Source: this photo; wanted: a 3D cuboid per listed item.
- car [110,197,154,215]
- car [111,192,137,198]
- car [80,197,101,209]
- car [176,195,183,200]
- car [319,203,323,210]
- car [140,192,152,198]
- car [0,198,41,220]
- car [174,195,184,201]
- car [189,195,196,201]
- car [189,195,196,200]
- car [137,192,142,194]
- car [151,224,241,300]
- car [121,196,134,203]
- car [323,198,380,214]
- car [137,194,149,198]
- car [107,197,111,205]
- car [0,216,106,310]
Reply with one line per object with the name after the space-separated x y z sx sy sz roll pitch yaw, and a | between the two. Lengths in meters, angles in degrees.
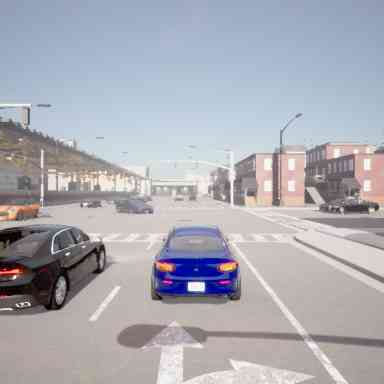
-6.030 1.547 34.255 2.033 1.411 5.357 0 0 -39 | car
-10.502 1.222 51.997 2.150 2.045 5.566 0 0 0 | car
-14.010 1.492 46.107 2.128 1.511 4.902 0 0 0 | car
-3.327 1.524 92.156 1.812 1.442 4.674 0 0 0 | car
17.092 1.505 38.050 4.892 1.490 1.837 0 0 0 | car
-10.355 1.478 77.103 1.882 1.535 5.008 0 0 0 | car
-14.050 1.352 26.631 2.097 1.767 4.553 0 0 0 | car
-3.346 1.595 82.110 1.895 1.301 4.718 0 0 0 | car
0.153 1.500 81.609 1.837 1.490 4.892 0 0 0 | car
0.173 1.478 91.935 1.882 1.535 5.008 0 0 0 | car
-13.837 1.068 87.040 2.150 2.045 5.566 0 0 0 | car
0.093 1.526 8.245 1.812 1.442 4.674 0 0 0 | car
-13.866 1.524 71.533 1.812 1.442 4.674 0 0 0 | car
16.787 1.492 34.543 4.902 1.511 2.128 0 0 0 | car
-10.393 1.564 66.757 1.994 1.385 4.181 0 0 0 | car
-13.954 1.526 59.818 1.812 1.442 4.674 0 0 0 | car
-3.414 1.505 7.788 1.837 1.490 4.892 0 0 0 | car
